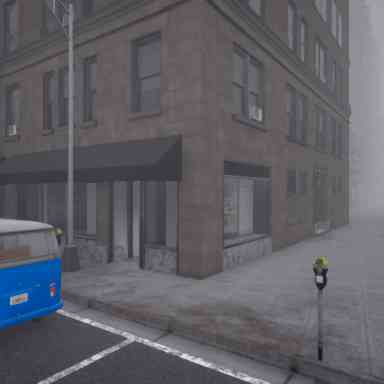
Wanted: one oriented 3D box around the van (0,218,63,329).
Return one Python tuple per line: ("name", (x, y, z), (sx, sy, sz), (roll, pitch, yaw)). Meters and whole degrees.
("van", (-4.055, 1.340, 5.973), (3.998, 1.788, 1.690), (0, 0, 36))
